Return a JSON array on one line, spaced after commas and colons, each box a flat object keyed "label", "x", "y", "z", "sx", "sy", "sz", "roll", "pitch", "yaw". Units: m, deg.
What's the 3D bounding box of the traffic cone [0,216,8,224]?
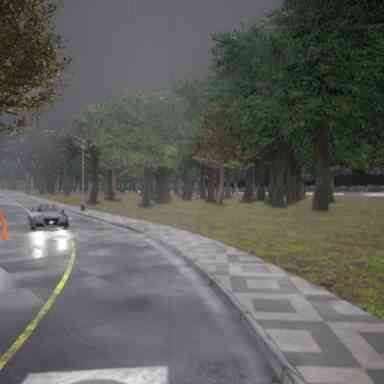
[{"label": "traffic cone", "x": -10.657, "y": 1.835, "z": 19.092, "sx": 0.340, "sy": 0.580, "sz": 0.340, "roll": 0, "pitch": 0, "yaw": -31}]

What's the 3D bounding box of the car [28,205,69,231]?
[{"label": "car", "x": -8.713, "y": 1.458, "z": 20.022, "sx": 1.994, "sy": 1.385, "sz": 4.181, "roll": 0, "pitch": 0, "yaw": -30}]

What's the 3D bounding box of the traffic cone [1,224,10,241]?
[{"label": "traffic cone", "x": -8.381, "y": 1.870, "z": 14.961, "sx": 0.340, "sy": 0.580, "sz": 0.340, "roll": 0, "pitch": 0, "yaw": -25}]

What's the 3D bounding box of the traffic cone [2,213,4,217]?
[{"label": "traffic cone", "x": -13.253, "y": 1.796, "z": 23.365, "sx": 0.340, "sy": 0.580, "sz": 0.340, "roll": 0, "pitch": 0, "yaw": -31}]
